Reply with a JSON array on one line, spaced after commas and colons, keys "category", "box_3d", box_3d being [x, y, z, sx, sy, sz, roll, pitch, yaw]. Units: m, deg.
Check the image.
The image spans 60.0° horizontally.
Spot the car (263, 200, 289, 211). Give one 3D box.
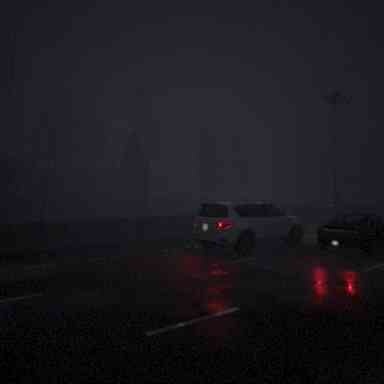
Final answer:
[{"category": "car", "box_3d": [12.659, 2.026, 49.839, 1.882, 1.535, 5.008, -1, -1, 39]}]

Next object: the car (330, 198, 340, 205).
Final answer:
[{"category": "car", "box_3d": [33.419, 2.199, 77.602, 1.994, 1.385, 4.181, -1, -1, 25]}]

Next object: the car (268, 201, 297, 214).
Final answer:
[{"category": "car", "box_3d": [11.827, 1.996, 43.310, 1.812, 1.442, 4.674, -1, -1, 41]}]

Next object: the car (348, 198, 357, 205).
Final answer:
[{"category": "car", "box_3d": [36.144, 2.094, 75.122, 1.837, 1.490, 4.892, -1, -1, 25]}]

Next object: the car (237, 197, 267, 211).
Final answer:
[{"category": "car", "box_3d": [9.315, 1.819, 51.212, 2.150, 2.045, 5.566, -1, -1, 39]}]

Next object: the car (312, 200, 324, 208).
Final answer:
[{"category": "car", "box_3d": [14.029, 1.977, 40.533, 1.994, 1.385, 4.181, -1, -1, 41]}]

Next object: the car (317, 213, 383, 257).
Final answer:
[{"category": "car", "box_3d": [6.956, 1.612, 13.504, 4.902, 1.511, 2.128, 0, -1, -41]}]

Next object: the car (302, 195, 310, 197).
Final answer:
[{"category": "car", "box_3d": [29.570, 1.722, 86.698, 2.150, 2.045, 5.566, -1, -1, 21]}]

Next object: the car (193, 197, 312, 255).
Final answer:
[{"category": "car", "box_3d": [2.572, 1.395, 14.409, 5.566, 2.045, 2.150, 0, -1, -40]}]

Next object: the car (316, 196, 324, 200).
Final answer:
[{"category": "car", "box_3d": [32.868, 1.806, 85.520, 2.097, 1.767, 4.553, -1, -1, 21]}]
